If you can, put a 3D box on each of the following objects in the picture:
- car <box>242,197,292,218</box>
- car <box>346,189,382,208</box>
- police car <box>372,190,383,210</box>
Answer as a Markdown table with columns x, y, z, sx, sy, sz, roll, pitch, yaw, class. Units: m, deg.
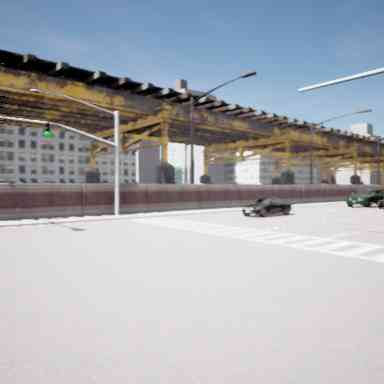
| x | y | z | sx | sy | sz | roll | pitch | yaw | class |
| --- | --- | --- | --- | --- | --- | --- | --- | --- | --- |
| 5.930 | 1.134 | 26.014 | 4.674 | 1.442 | 1.812 | -1 | 1 | -39 | car |
| 19.113 | 0.644 | 36.529 | 5.566 | 2.045 | 2.150 | -1 | 1 | -39 | car |
| 20.074 | 0.902 | 32.698 | 5.238 | 1.638 | 1.930 | -1 | 1 | -39 | police car |
